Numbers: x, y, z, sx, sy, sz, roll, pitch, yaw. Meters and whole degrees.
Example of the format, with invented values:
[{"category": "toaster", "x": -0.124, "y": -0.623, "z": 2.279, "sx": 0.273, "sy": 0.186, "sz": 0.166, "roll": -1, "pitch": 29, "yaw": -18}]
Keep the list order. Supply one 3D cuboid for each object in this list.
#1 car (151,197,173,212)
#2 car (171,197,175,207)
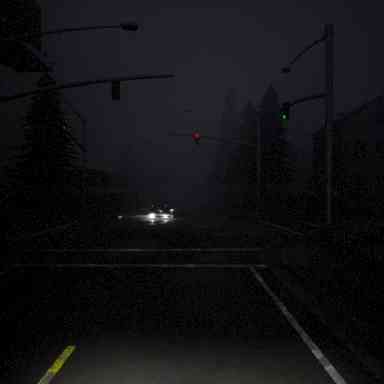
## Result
[{"category": "car", "x": -3.579, "y": 1.601, "z": 38.185, "sx": 1.895, "sy": 1.301, "sz": 4.718, "roll": 0, "pitch": 0, "yaw": 0}, {"category": "car", "x": -3.557, "y": 1.505, "z": 48.310, "sx": 1.837, "sy": 1.490, "sz": 4.892, "roll": 0, "pitch": 0, "yaw": 0}]
